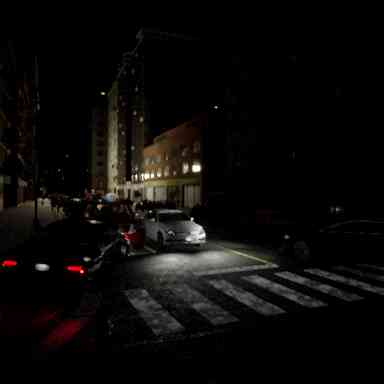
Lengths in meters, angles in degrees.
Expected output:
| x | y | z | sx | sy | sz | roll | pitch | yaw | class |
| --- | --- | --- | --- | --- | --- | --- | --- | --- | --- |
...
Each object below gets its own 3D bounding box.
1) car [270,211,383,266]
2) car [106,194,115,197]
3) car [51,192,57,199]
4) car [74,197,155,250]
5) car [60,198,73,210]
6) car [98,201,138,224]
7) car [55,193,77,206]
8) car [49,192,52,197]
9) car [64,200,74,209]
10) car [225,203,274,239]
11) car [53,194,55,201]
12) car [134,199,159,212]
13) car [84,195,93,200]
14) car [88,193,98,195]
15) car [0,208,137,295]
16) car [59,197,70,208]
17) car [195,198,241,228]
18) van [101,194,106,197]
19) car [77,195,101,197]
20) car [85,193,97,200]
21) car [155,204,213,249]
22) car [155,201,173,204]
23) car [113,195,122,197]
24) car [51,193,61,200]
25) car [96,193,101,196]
| x | y | z | sx | sy | sz | roll | pitch | yaw | class |
| --- | --- | --- | --- | --- | --- | --- | --- | --- | --- |
| 5.167 | 1.488 | 10.063 | 4.902 | 1.511 | 2.128 | 0 | 0 | 42 | car |
| -12.089 | 1.357 | 53.476 | 1.967 | 1.590 | 4.097 | 0 | 0 | -24 | car |
| -24.012 | 1.179 | 60.648 | 2.192 | 1.841 | 5.009 | 0 | 0 | -24 | car |
| -3.454 | 1.275 | 13.860 | 2.192 | 1.841 | 5.009 | 0 | 0 | -24 | car |
| -10.308 | 1.475 | 29.456 | 1.887 | 1.381 | 4.507 | 0 | 0 | -24 | car |
| -5.831 | 1.497 | 25.575 | 2.033 | 1.411 | 5.357 | 0 | 0 | -24 | car |
| -17.160 | 1.337 | 45.052 | 1.967 | 1.590 | 4.097 | 0 | 0 | -24 | car |
| -30.865 | 1.143 | 76.244 | 2.192 | 1.841 | 5.009 | 0 | 0 | -24 | car |
| -8.024 | 1.506 | 24.257 | 1.947 | 1.339 | 4.313 | 0 | 0 | -24 | car |
| 3.828 | 1.516 | 17.235 | 1.752 | 1.417 | 4.829 | 0 | 0 | -24 | car |
| -21.730 | 1.441 | 55.449 | 1.947 | 1.339 | 4.313 | 0 | 0 | -24 | car |
| -5.239 | 1.532 | 37.877 | 1.802 | 1.307 | 4.206 | 0 | 0 | -24 | car |
| -28.075 | 1.415 | 89.873 | 1.802 | 1.307 | 4.206 | 0 | 0 | -24 | car |
| -21.222 | 1.185 | 74.274 | 2.192 | 1.841 | 5.009 | 0 | 0 | -24 | car |
| -2.924 | 1.440 | 8.713 | 2.033 | 1.411 | 5.357 | 6 | 0 | -3 | car |
| -12.593 | 1.501 | 34.655 | 1.802 | 1.307 | 4.206 | 0 | 0 | -24 | car |
| 1.613 | 1.296 | 22.279 | 2.192 | 1.841 | 5.009 | 0 | 0 | -24 | car |
| -14.372 | 1.247 | 58.676 | 1.690 | 1.788 | 3.998 | 0 | 0 | -24 | van |
| -13.525 | 1.478 | 43.263 | 1.994 | 1.385 | 4.181 | 0 | 0 | -23 | car |
| -25.790 | 1.161 | 84.673 | 2.192 | 1.841 | 5.009 | 0 | 0 | -24 | car |
| -1.049 | 1.496 | 14.689 | 1.812 | 1.442 | 4.674 | 0 | 0 | -24 | car |
| -2.955 | 1.505 | 32.678 | 1.887 | 1.381 | 4.507 | 0 | 0 | -24 | car |
| -9.806 | 1.473 | 48.277 | 1.887 | 1.381 | 4.507 | 0 | 0 | -24 | car |
| -35.433 | 1.117 | 86.641 | 2.192 | 1.841 | 5.009 | 0 | 0 | -24 | car |
| -16.657 | 1.445 | 63.875 | 2.008 | 1.369 | 4.403 | 0 | 0 | -24 | car |
